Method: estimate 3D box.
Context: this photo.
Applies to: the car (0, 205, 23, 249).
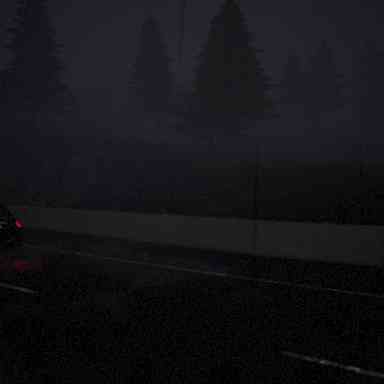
[{"bbox_3d":[-8.353,1.182,12.272,4.553,1.767,2.097,1,0,31],"label":"car"}]
